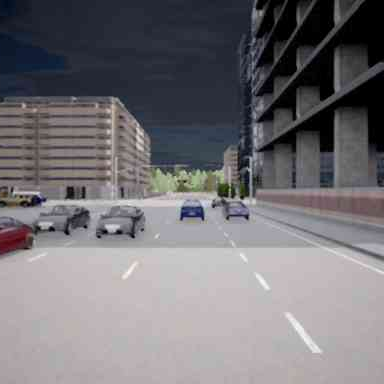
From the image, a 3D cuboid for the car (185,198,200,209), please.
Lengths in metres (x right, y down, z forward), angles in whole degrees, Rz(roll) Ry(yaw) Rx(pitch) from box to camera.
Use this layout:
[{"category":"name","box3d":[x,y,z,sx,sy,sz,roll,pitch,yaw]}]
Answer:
[{"category":"car","box3d":[0.062,1.450,43.615,1.994,1.385,4.181,0,0,0]}]

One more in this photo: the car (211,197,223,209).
[{"category":"car","box3d":[3.560,1.412,43.981,1.812,1.442,4.674,0,0,0]}]

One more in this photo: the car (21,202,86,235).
[{"category":"car","box3d":[-7.003,1.444,18.317,2.128,1.511,4.902,0,0,0]}]

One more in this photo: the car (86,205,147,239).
[{"category":"car","box3d":[-3.514,1.448,17.125,2.128,1.511,4.902,0,0,0]}]

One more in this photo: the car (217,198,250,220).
[{"category":"car","box3d":[3.528,1.477,27.403,2.033,1.411,5.357,0,0,0]}]

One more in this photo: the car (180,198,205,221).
[{"category":"car","box3d":[0.026,1.408,26.850,1.882,1.535,5.008,0,0,0]}]

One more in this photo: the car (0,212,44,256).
[{"category":"car","box3d":[-7.076,1.534,11.337,1.994,1.385,4.181,0,0,0]}]
